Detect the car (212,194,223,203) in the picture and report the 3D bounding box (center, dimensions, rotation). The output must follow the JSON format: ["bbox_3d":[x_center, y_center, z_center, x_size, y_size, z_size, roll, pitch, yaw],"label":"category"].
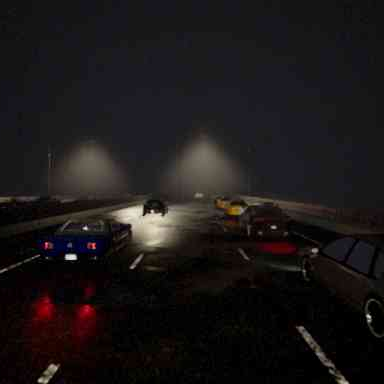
[{"bbox_3d":[4.565,1.192,60.591,1.837,1.490,4.892,0,0,2],"label":"car"}]

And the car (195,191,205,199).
[{"bbox_3d":[1.811,0.709,79.653,2.150,2.045,5.566,0,0,3],"label":"car"}]

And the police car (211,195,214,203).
[{"bbox_3d":[4.219,1.151,49.784,1.930,1.638,5.238,0,0,2],"label":"police car"}]

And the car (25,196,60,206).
[{"bbox_3d":[-17.146,1.268,39.024,1.837,1.490,4.892,0,0,1],"label":"car"}]

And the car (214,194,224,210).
[{"bbox_3d":[3.939,1.223,38.945,1.801,1.575,5.366,0,0,1],"label":"car"}]

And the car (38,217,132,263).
[{"bbox_3d":[-3.356,1.516,11.501,1.895,1.301,4.718,0,0,0],"label":"car"}]

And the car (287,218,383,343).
[{"bbox_3d":[3.619,1.501,6.278,2.033,1.411,5.357,0,0,0],"label":"car"}]

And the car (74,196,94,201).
[{"bbox_3d":[-13.574,1.243,41.927,2.128,1.511,4.902,0,0,2],"label":"car"}]

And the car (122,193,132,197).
[{"bbox_3d":[-15.685,0.838,79.531,1.882,1.535,5.008,0,0,3],"label":"car"}]

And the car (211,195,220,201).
[{"bbox_3d":[4.986,1.258,71.536,1.895,1.301,4.718,0,0,2],"label":"car"}]

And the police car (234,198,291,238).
[{"bbox_3d":[3.582,1.304,17.022,1.930,1.638,5.238,0,0,1],"label":"police car"}]

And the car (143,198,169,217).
[{"bbox_3d":[-3.145,1.313,29.233,1.837,1.490,4.892,0,0,1],"label":"car"}]

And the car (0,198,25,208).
[{"bbox_3d":[-20.655,1.362,38.835,1.895,1.301,4.718,0,0,1],"label":"car"}]

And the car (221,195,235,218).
[{"bbox_3d":[3.727,1.272,28.025,1.801,1.575,5.366,0,0,1],"label":"car"}]
